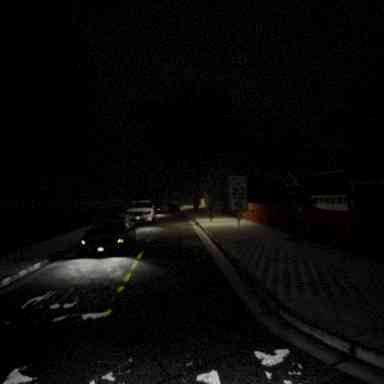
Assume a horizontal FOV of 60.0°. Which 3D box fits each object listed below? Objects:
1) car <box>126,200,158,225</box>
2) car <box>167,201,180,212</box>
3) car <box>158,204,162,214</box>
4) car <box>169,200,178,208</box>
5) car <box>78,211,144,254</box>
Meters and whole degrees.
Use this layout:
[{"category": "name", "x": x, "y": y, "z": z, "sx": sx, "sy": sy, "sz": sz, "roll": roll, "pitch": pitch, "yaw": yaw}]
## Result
[{"category": "car", "x": -4.444, "y": 1.761, "z": 29.123, "sx": 2.150, "sy": 2.045, "sz": 5.566, "roll": -2, "pitch": -1, "yaw": -3}, {"category": "car", "x": -2.901, "y": 2.386, "z": 52.350, "sx": 1.895, "sy": 1.301, "sz": 4.718, "roll": -2, "pitch": -1, "yaw": -3}, {"category": "car", "x": -5.324, "y": 2.333, "z": 46.491, "sx": 1.837, "sy": 1.490, "sz": 4.892, "roll": -2, "pitch": -1, "yaw": -3}, {"category": "car", "x": -3.806, "y": 2.511, "z": 68.283, "sx": 1.812, "sy": 1.442, "sz": 4.674, "roll": -2, "pitch": -1, "yaw": -3}, {"category": "car", "x": -3.665, "y": 1.868, "z": 15.453, "sx": 2.033, "sy": 1.411, "sz": 5.357, "roll": -2, "pitch": -1, "yaw": -3}]
